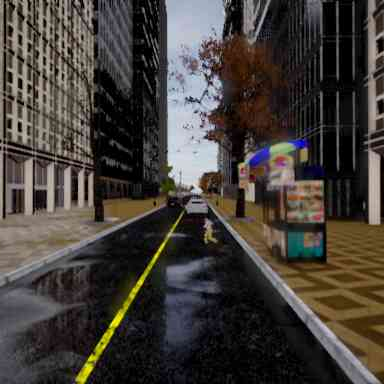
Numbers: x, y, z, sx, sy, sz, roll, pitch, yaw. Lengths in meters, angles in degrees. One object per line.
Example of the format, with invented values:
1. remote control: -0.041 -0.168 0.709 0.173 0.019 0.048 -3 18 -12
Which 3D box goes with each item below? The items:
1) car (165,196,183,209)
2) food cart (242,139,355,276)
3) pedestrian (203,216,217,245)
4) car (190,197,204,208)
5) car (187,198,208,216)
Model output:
1. car: -2.279 1.341 42.266 1.837 1.490 4.892 0 0 1
2. food cart: 3.137 0.422 11.047 2.280 3.560 4.660 -1 0 1
3. pedestrian: 0.719 1.520 13.633 0.375 1.300 0.375 1 0 1
4. car: 0.696 1.425 45.461 1.895 1.301 4.718 0 0 1
5. car: 0.488 1.407 30.347 1.812 1.442 4.674 0 0 1
